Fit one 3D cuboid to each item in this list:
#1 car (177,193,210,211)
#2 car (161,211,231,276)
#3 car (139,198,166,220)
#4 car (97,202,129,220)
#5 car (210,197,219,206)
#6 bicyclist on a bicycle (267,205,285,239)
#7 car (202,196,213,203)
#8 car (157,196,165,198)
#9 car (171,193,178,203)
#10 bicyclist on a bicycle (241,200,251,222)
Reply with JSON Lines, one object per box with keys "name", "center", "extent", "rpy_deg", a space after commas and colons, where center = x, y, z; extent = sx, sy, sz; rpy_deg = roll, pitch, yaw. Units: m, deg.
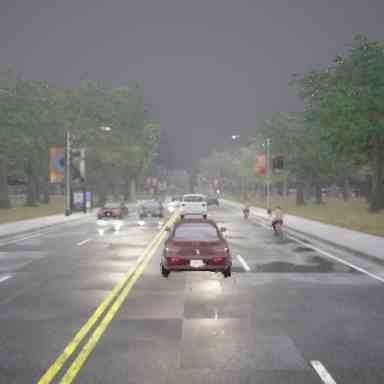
{"name": "car", "center": [0.125, 1.232, 28.903], "extent": [2.150, 2.045, 5.566], "rpy_deg": [0, 0, 0]}
{"name": "car", "center": [0.108, 1.529, 10.203], "extent": [1.812, 1.442, 4.674], "rpy_deg": [0, 0, 0]}
{"name": "car", "center": [-3.322, 1.535, 28.331], "extent": [1.812, 1.442, 4.674], "rpy_deg": [0, 0, 0]}
{"name": "car", "center": [-6.572, 1.573, 28.097], "extent": [1.994, 1.385, 4.181], "rpy_deg": [0, 0, 0]}
{"name": "car", "center": [3.401, 1.532, 55.696], "extent": [1.837, 1.490, 4.892], "rpy_deg": [0, 0, 0]}
{"name": "bicyclist on a bicycle", "center": [4.177, 1.443, 16.273], "extent": [0.866, 1.612, 1.509], "rpy_deg": [0, 0, 0]}
{"name": "car", "center": [3.317, 1.565, 73.268], "extent": [2.128, 1.511, 4.902], "rpy_deg": [0, 0, 0]}
{"name": "car", "center": [-6.439, 1.532, 68.504], "extent": [2.128, 1.511, 4.902], "rpy_deg": [0, 0, 0]}
{"name": "car", "center": [-3.186, 1.254, 70.683], "extent": [2.150, 2.045, 5.566], "rpy_deg": [0, 0, 0]}
{"name": "bicyclist on a bicycle", "center": [4.185, 1.447, 25.649], "extent": [0.866, 1.612, 1.509], "rpy_deg": [0, 0, 0]}
